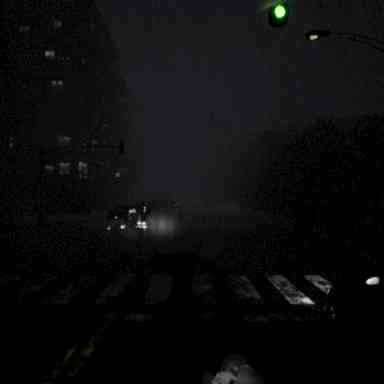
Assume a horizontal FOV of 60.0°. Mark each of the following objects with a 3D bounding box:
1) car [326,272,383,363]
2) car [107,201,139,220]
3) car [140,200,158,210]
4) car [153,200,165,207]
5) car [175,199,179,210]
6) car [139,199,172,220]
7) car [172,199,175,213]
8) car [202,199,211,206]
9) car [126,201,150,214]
[{"bbox_3d":[3.349,1.604,4.188,1.994,1.385,4.181,0,-1,0],"label":"car"},{"bbox_3d":[-6.608,1.850,31.646,2.033,1.411,5.357,0,-1,0],"label":"car"},{"bbox_3d":[-6.597,1.990,51.597,2.128,1.511,4.902,0,0,0],"label":"car"},{"bbox_3d":[-6.515,2.236,66.969,1.994,1.385,4.181,0,-1,0],"label":"car"},{"bbox_3d":[-3.349,1.996,50.630,1.837,1.490,4.892,0,-1,0],"label":"car"},{"bbox_3d":[-3.355,1.653,31.476,2.097,1.767,4.553,0,-1,0],"label":"car"},{"bbox_3d":[-3.351,1.915,40.460,1.812,1.442,4.674,0,-1,0],"label":"car"},{"bbox_3d":[3.234,2.197,73.032,1.882,1.535,5.008,0,-1,0],"label":"car"},{"bbox_3d":[-6.606,1.888,41.255,2.128,1.511,4.902,0,-1,0],"label":"car"}]
